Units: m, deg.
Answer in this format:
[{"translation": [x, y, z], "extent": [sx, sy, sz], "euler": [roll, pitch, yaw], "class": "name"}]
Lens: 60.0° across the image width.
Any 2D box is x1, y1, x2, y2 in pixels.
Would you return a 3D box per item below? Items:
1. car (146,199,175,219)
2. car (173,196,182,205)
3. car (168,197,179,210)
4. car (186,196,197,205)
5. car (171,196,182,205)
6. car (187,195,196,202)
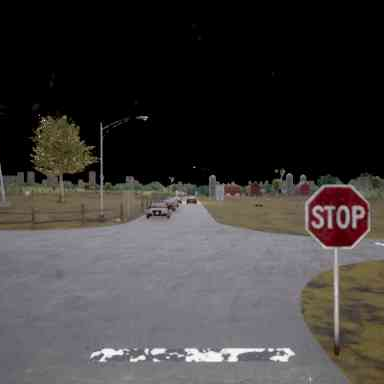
[{"translation": [-2.869, 1.573, 29.514], "extent": [1.994, 1.385, 4.181], "euler": [0, 0, 0], "class": "car"}, {"translation": [-2.886, 1.513, 49.696], "extent": [2.128, 1.511, 4.902], "euler": [0, 0, 1], "class": "car"}, {"translation": [-2.880, 1.614, 39.434], "extent": [1.895, 1.301, 4.718], "euler": [0, 0, 0], "class": "car"}, {"translation": [-0.068, 1.514, 60.827], "extent": [1.882, 1.535, 5.008], "euler": [0, 0, 0], "class": "car"}, {"translation": [-2.853, 1.516, 61.763], "extent": [1.882, 1.535, 5.008], "euler": [0, 1, 0], "class": "car"}, {"translation": [-0.080, 1.439, 71.254], "extent": [1.994, 1.385, 4.181], "euler": [0, 0, 0], "class": "car"}]
